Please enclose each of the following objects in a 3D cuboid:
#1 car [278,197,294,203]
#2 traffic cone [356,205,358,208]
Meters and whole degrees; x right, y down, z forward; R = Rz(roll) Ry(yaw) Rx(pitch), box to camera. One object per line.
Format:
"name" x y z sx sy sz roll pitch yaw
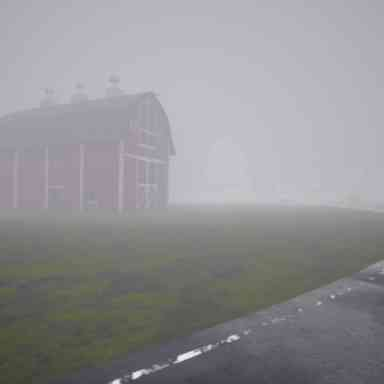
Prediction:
"car" 22.198 1.858 78.411 1.994 1.385 4.181 1 -1 -21
"traffic cone" 24.710 2.138 49.756 0.340 0.580 0.340 1 0 5
